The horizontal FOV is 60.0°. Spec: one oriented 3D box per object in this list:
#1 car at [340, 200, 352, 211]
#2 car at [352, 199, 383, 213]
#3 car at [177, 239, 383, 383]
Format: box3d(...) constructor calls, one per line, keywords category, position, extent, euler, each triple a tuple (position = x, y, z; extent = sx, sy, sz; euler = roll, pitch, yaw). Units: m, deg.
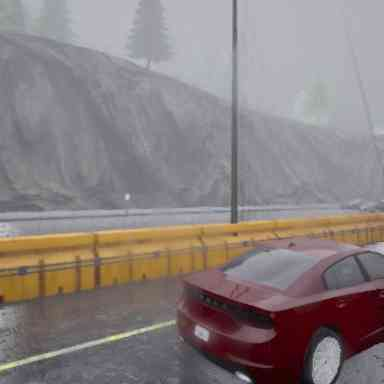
box3d(category="car", position=(21.096, 1.654, 42.364), extent=(5.008, 1.535, 1.882), euler=(0, 0, -26))
box3d(category="car", position=(21.376, 1.656, 38.571), extent=(4.902, 1.511, 2.128), euler=(0, 0, -27))
box3d(category="car", position=(2.137, 1.499, 5.324), extent=(5.008, 1.535, 1.882), euler=(0, 0, -35))
